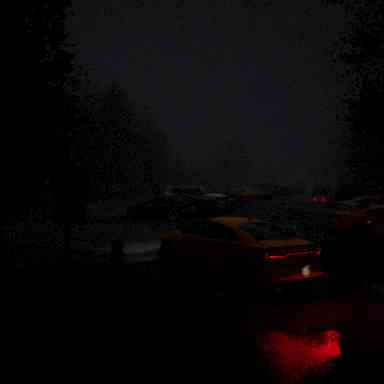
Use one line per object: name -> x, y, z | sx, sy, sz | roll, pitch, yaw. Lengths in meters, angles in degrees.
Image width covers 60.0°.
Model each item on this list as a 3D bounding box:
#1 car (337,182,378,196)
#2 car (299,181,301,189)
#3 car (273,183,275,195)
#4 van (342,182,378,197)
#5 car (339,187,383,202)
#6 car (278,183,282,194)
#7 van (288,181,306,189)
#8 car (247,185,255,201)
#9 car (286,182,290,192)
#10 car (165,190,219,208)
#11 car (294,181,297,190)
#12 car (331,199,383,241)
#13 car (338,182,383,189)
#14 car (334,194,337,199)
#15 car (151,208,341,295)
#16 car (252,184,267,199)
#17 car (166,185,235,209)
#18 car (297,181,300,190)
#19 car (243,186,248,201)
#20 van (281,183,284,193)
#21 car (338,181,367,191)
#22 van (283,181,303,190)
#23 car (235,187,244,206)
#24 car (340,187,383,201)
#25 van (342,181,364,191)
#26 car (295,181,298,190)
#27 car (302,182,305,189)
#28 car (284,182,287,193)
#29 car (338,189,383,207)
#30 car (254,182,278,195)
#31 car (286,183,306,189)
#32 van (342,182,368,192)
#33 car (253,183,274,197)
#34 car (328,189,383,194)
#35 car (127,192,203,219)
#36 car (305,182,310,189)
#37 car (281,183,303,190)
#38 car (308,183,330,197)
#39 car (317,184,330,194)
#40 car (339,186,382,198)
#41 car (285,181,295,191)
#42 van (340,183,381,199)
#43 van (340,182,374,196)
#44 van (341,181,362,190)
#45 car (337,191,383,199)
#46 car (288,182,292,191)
car -> 25.778, -0.558, 52.092 | 5.566, 2.045, 2.435 | 1, 2, 24
car -> 20.720, -1.197, 72.719 | 4.553, 1.767, 2.185 | 1, 2, 24
car -> 8.209, -0.044, 44.884 | 4.892, 1.521, 2.231 | 1, 3, 24
van -> 23.637, -0.346, 46.985 | 4.442, 1.987, 1.878 | 1, 2, 24
car -> 19.064, 0.293, 37.056 | 4.792, 1.488, 2.163 | 1, 3, 24
car -> 10.520, -0.209, 49.931 | 4.792, 1.488, 2.163 | 1, 2, 24
van -> 28.611, -1.871, 90.447 | 4.442, 1.987, 1.878 | 1, 1, 24
car -> 3.492, 0.395, 34.851 | 5.366, 1.575, 1.946 | 1, 3, 24
car -> 13.885, -0.487, 57.545 | 4.792, 1.488, 2.163 | 1, 2, 24
car -> -0.891, 0.867, 24.658 | 5.008, 1.535, 2.097 | 1, 3, 24
car -> 17.335, -0.792, 65.119 | 4.892, 1.521, 2.231 | 1, 2, 24
car -> 8.800, 1.301, 14.357 | 5.008, 1.535, 2.097 | 1, 3, 24
car -> 15.601, 0.358, 29.360 | 5.566, 2.045, 2.435 | 1, 3, 24
car -> 11.002, 1.103, 19.303 | 4.792, 1.488, 2.163 | 1, 3, 24
car -> 0.921, 1.371, 8.558 | 1.882, 1.535, 5.008 | 2, -1, -31
car -> 5.820, 0.159, 40.019 | 5.366, 1.575, 1.946 | 1, 3, 24
car -> 0.268, 0.500, 27.166 | 5.566, 2.045, 2.435 | 1, 3, 24
car -> 19.439, -0.984, 70.257 | 5.366, 1.575, 1.946 | 1, 2, 24
car -> 2.528, 0.518, 32.244 | 4.892, 1.521, 2.231 | 1, 3, 24
van -> 11.739, -0.555, 52.416 | 4.442, 1.987, 1.878 | 1, 2, 24
car -> 34.925, -1.300, 72.402 | 5.566, 2.045, 2.435 | 1, 2, 24
van -> 25.199, -1.668, 82.870 | 4.442, 1.987, 1.878 | 1, 2, 24
car -> 1.552, 0.634, 29.642 | 5.366, 1.575, 1.946 | 1, 3, 24
car -> 20.147, 0.193, 39.460 | 4.792, 1.488, 2.163 | 1, 2, 24
van -> 36.195, -1.365, 74.868 | 4.442, 1.987, 1.878 | 1, 2, 24
car -> 18.463, -0.885, 67.654 | 4.892, 1.521, 2.231 | 1, 2, 24
car -> 23.022, -1.256, 77.773 | 5.008, 1.535, 2.097 | 1, 2, 24
car -> 12.746, -0.395, 55.015 | 4.792, 1.488, 2.163 | 1, 2, 24
car -> 16.686, 0.521, 31.918 | 4.792, 1.488, 2.163 | 1, 3, 24
car -> 9.383, -0.269, 47.397 | 4.553, 1.767, 2.185 | 1, 2, 24
car -> 27.600, -1.565, 87.857 | 4.792, 1.488, 2.163 | 1, 2, 24
van -> 31.647, -0.996, 64.771 | 4.442, 1.987, 1.878 | 1, 2, 24
car -> 7.247, 0.059, 42.284 | 5.366, 1.575, 1.946 | 1, 3, 24
car -> 13.133, 0.835, 24.413 | 5.366, 1.575, 1.946 | 1, 3, 24
car -> -2.062, 1.013, 22.144 | 4.792, 1.488, 2.163 | 1, 3, 24
car -> 26.471, -1.784, 85.340 | 5.566, 2.045, 2.435 | 1, 2, 24
car -> 24.169, -1.308, 80.301 | 4.674, 1.452, 2.002 | 1, 2, 24
car -> 18.284, -0.128, 47.422 | 2.128, 1.511, 4.902 | 1, 2, 24
car -> 22.511, -0.485, 56.805 | 1.882, 1.535, 5.008 | 1, 2, 24
car -> 22.398, -0.030, 44.515 | 5.008, 1.535, 2.097 | 1, 2, 24
car -> 16.021, -0.707, 62.668 | 5.366, 1.575, 1.946 | 1, 2, 24
van -> 21.151, -0.162, 42.014 | 4.442, 1.987, 1.878 | 1, 2, 24
van -> 24.561, -0.442, 49.605 | 4.442, 1.987, 1.878 | 1, 2, 24
van -> 38.259, -1.553, 80.020 | 4.442, 1.987, 1.878 | 1, 2, 24
car -> 9.971, 1.060, 16.861 | 4.553, 1.767, 2.185 | 1, 3, 24
car -> 15.024, -0.580, 60.075 | 4.792, 1.488, 2.163 | 1, 2, 24
